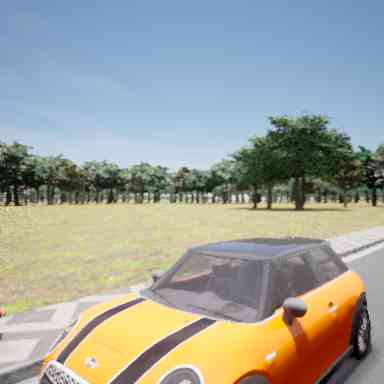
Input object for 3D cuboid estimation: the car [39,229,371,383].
[{"bbox_3d":[0.571,1.453,4.197,2.097,1.767,4.553,-1,-2,42],"label":"car"}]
